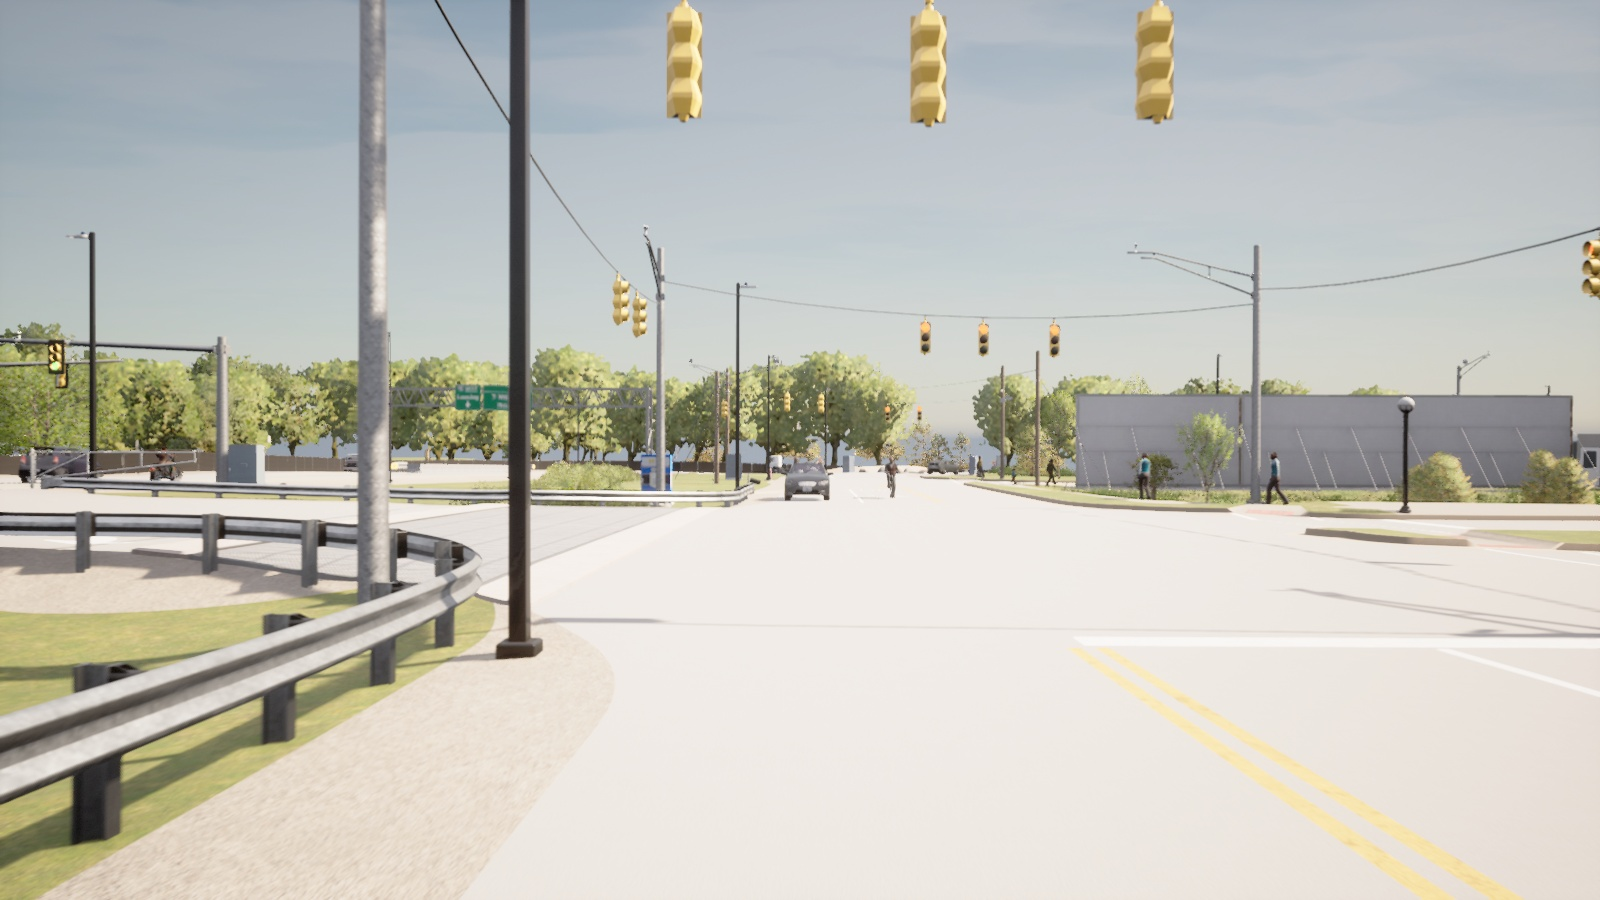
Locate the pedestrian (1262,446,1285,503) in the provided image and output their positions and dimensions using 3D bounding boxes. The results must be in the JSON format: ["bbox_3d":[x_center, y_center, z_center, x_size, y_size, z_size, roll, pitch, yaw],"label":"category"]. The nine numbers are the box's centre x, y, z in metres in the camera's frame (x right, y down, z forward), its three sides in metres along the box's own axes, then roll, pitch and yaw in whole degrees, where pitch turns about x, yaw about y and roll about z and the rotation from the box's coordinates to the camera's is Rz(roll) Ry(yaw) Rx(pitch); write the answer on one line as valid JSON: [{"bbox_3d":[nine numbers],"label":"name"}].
[{"bbox_3d":[16.116,0.825,42.720,0.692,1.930,0.396,0,1,29],"label":"pedestrian"}]

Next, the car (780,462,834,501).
[{"bbox_3d":[0.325,1.264,51.836,2.128,1.511,4.902,0,0,1],"label":"car"}]

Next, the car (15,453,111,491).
[{"bbox_3d":[-30.746,0.911,52.497,1.845,1.501,3.633,0,-1,1],"label":"car"}]

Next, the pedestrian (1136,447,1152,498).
[{"bbox_3d":[13.198,0.873,48.202,0.396,1.930,0.692,0,1,-5],"label":"pedestrian"}]

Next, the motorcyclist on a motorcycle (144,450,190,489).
[{"bbox_3d":[-27.231,0.852,54.050,0.766,1.649,2.350,0,-1,1],"label":"motorcyclist on a motorcycle"}]
